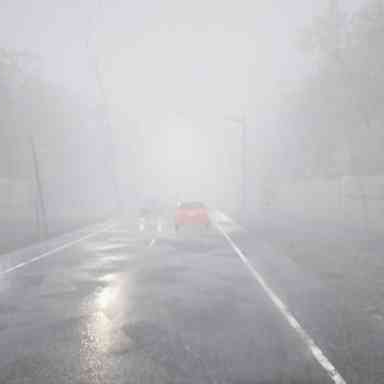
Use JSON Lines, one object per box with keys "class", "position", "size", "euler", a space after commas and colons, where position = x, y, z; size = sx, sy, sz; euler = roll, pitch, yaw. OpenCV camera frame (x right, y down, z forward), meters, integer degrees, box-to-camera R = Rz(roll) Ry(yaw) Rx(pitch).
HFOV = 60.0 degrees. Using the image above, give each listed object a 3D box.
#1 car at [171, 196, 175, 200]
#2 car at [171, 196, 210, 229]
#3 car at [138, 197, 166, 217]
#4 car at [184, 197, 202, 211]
{"class": "car", "position": [-3.503, 1.472, 71.740], "size": [1.895, 1.301, 4.718], "euler": [0, 0, 0]}
{"class": "car", "position": [0.026, 1.329, 21.481], "size": [2.097, 1.767, 4.553], "euler": [-1, 0, 1]}
{"class": "car", "position": [-3.593, 1.323, 30.577], "size": [2.097, 1.767, 4.553], "euler": [0, 1, 0]}
{"class": "car", "position": [0.089, 1.452, 41.749], "size": [2.128, 1.511, 4.902], "euler": [0, 0, 0]}
